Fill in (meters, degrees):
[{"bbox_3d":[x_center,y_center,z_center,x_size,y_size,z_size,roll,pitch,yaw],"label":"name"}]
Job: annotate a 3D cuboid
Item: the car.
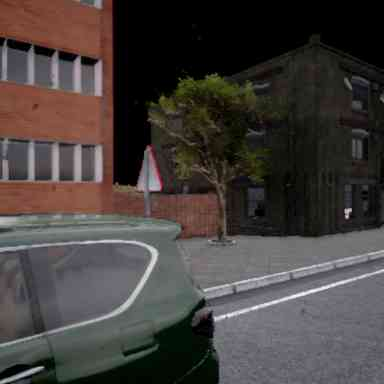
[{"bbox_3d":[-2.366,1.223,1.999,5.566,2.045,2.150,0,0,-36],"label":"car"}]
